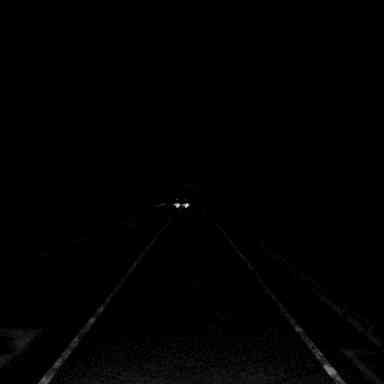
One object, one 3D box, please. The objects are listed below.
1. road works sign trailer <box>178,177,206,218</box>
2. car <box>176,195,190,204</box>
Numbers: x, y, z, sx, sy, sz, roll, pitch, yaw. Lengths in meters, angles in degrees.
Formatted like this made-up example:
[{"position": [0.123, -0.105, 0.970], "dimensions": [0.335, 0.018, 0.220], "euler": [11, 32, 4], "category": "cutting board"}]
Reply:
[{"position": [-0.004, 0.439, 29.331], "dimensions": [2.380, 3.560, 2.880], "euler": [0, 0, 0], "category": "road works sign trailer"}, {"position": [-1.625, 1.271, 60.869], "dimensions": [2.097, 1.767, 4.553], "euler": [0, 0, 8], "category": "car"}]
